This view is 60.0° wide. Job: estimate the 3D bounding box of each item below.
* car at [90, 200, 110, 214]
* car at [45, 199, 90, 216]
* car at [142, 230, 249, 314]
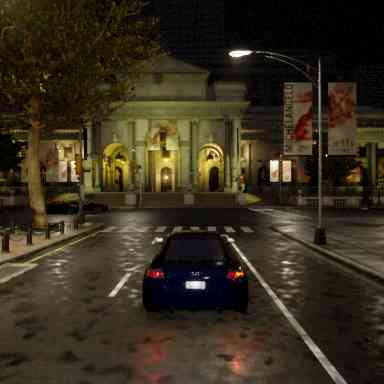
[{"bbox_3d":[-11.178,1.491,35.199,4.902,1.511,2.128,0,0,0],"label":"car"},{"bbox_3d":[-12.418,1.564,31.706,4.181,1.385,1.994,0,0,0],"label":"car"},{"bbox_3d":[0.076,1.564,7.717,1.994,1.385,4.181,0,0,0],"label":"car"}]
